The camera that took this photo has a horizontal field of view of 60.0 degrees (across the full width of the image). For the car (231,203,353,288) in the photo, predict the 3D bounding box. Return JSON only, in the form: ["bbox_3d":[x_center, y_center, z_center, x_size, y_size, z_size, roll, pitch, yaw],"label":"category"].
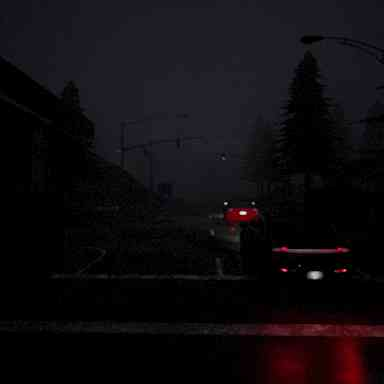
[{"bbox_3d":[2.355,1.256,8.545,2.128,1.511,4.902,0,1,2],"label":"car"}]

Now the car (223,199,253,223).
[{"bbox_3d":[3.001,1.125,20.899,1.994,1.385,4.181,0,1,3],"label":"car"}]

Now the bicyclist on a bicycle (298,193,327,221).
[{"bbox_3d":[6.727,0.897,18.668,1.656,1.620,0.582,0,1,2],"label":"bicyclist on a bicycle"}]

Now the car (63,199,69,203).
[{"bbox_3d":[-14.811,1.085,35.108,4.181,1.385,1.994,0,1,3],"label":"car"}]
